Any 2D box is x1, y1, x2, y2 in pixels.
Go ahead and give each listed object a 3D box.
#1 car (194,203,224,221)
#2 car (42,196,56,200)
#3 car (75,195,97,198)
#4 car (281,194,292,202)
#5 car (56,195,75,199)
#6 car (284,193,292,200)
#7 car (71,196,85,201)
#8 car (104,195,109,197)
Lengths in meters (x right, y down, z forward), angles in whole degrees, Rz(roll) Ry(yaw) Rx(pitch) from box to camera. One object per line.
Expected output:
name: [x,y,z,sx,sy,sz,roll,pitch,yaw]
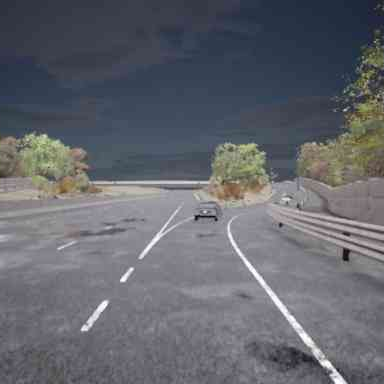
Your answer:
car: [1.436,1.560,26.947,2.033,1.411,5.357,0,-1,11]
car: [-28.022,1.487,65.936,1.837,1.490,4.892,0,0,0]
car: [-21.022,1.487,65.938,1.837,1.490,4.892,0,0,0]
car: [22.811,1.888,81.255,1.895,1.301,4.718,0,3,20]
car: [-24.522,1.342,65.967,2.097,1.767,4.553,0,0,0]
car: [26.291,1.193,90.699,1.837,1.490,4.892,0,4,19]
car: [-28.027,1.593,82.155,1.895,1.301,4.718,0,0,0]
car: [-21.027,1.550,82.188,1.994,1.385,4.181,0,0,0]
